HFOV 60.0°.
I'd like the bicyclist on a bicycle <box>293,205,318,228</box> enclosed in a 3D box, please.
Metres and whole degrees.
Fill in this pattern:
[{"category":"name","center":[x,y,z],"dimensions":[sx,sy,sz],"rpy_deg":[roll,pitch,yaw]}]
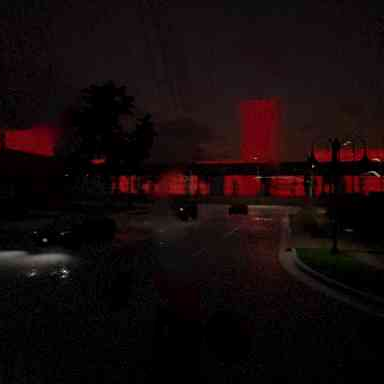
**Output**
[{"category":"bicyclist on a bicycle","center":[7.913,1.725,23.255],"dimensions":[1.656,1.620,0.582],"rpy_deg":[1,-1,15]}]

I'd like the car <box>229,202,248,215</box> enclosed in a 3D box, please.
[{"category":"car","center":[5.785,2.011,41.115],"dimensions":[1.882,1.535,5.008],"rpy_deg":[1,-1,15]}]

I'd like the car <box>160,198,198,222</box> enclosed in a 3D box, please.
[{"category":"car","center":[-1.044,1.536,30.011],"dimensions":[2.150,2.045,5.566],"rpy_deg":[1,-1,16]}]

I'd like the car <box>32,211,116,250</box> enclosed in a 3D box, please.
[{"category":"car","center":[-5.151,1.637,15.279],"dimensions":[1.812,1.442,4.674],"rpy_deg":[1,0,15]}]
